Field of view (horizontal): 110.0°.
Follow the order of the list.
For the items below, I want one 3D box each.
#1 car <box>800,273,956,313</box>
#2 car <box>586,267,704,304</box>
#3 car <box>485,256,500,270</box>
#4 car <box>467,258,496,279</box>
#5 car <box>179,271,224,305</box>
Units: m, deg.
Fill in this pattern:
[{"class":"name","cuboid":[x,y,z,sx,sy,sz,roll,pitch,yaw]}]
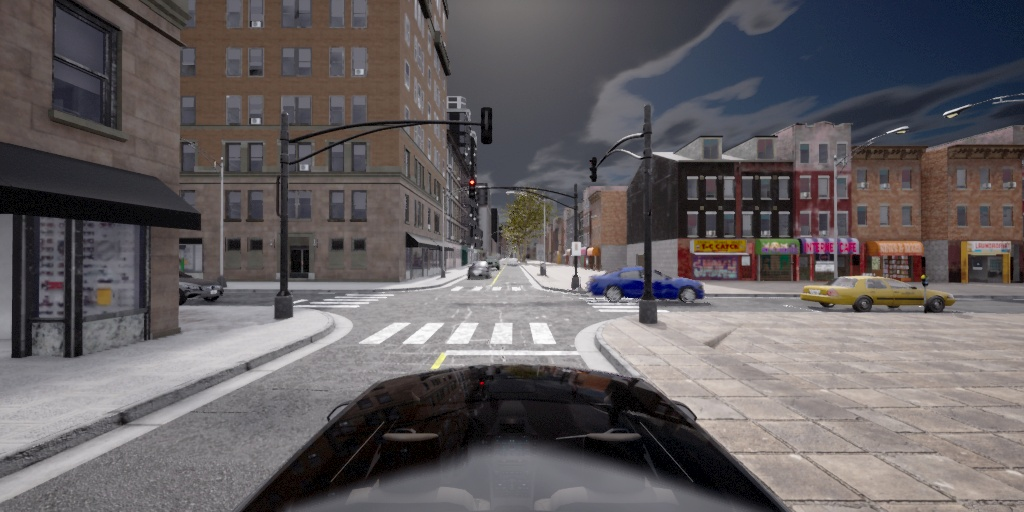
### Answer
[{"class":"car","cuboid":[13.881,1.346,13.694,4.829,1.417,1.751,0,0,0]},{"class":"car","cuboid":[5.931,1.261,16.221,5.008,1.535,1.882,0,1,7]},{"class":"car","cuboid":[-2.854,0.953,50.578,2.150,2.045,5.566,0,0,0]},{"class":"car","cuboid":[-2.858,1.227,31.817,2.128,1.511,4.902,0,0,0]},{"class":"car","cuboid":[-14.412,1.195,14.520,4.674,1.442,1.812,0,0,0]}]
